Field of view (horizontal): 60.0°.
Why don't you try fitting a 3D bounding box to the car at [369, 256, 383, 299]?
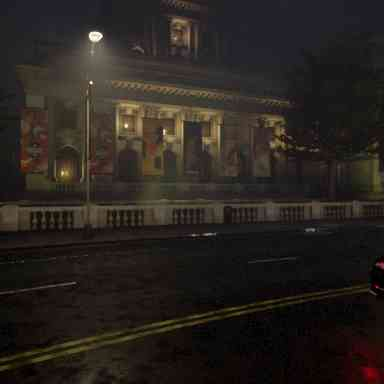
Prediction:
[{"bbox_3d":[5.547,1.491,6.186,4.902,1.511,2.128,0,0,-25],"label":"car"}]
